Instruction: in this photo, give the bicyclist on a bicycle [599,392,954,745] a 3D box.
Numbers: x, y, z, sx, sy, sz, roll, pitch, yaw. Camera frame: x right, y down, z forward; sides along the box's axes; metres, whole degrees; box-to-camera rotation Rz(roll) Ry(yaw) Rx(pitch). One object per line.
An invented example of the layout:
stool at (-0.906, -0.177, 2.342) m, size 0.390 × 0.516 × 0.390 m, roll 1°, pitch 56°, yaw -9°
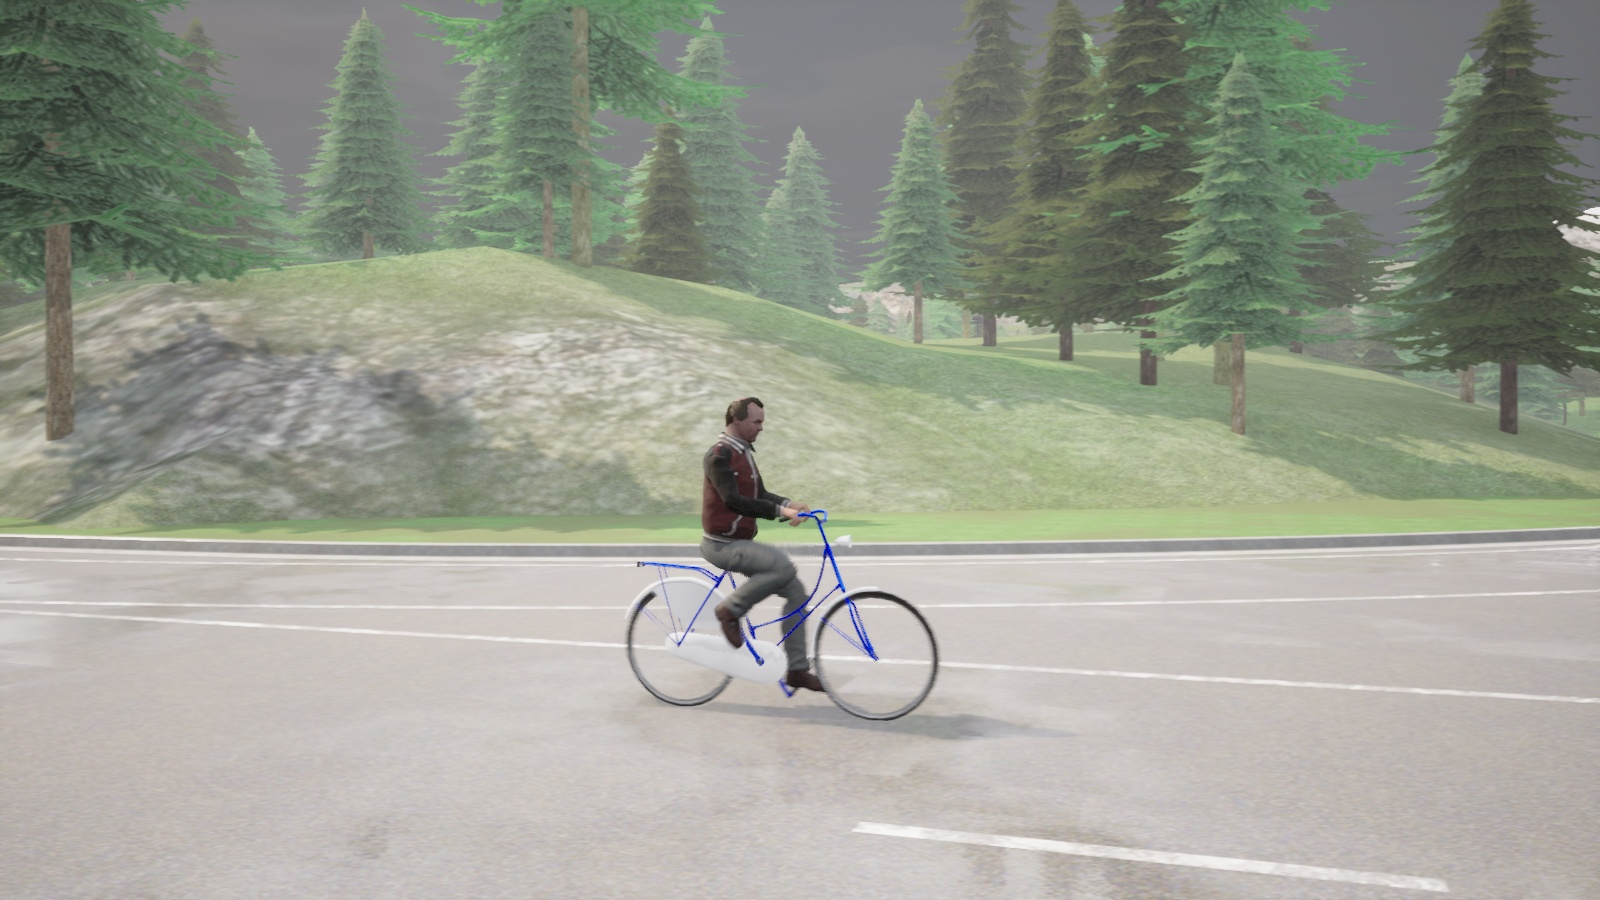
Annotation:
bicyclist on a bicycle at (-0.129, 0.587, 6.927) m, size 1.843 × 1.776 × 0.659 m, roll 0°, pitch 1°, yaw 19°
